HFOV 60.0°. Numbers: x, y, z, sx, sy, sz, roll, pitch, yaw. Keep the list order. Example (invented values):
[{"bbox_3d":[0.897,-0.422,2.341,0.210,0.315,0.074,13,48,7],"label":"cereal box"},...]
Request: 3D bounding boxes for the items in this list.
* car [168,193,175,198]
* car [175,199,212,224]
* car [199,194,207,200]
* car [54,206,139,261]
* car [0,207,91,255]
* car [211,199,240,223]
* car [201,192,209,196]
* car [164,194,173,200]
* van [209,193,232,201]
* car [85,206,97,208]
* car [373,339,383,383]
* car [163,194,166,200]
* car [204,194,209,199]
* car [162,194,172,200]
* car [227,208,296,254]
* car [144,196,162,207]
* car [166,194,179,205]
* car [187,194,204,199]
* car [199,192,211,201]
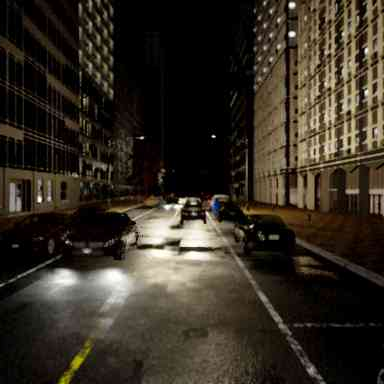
[{"bbox_3d":[-5.726,1.097,92.655,1.802,1.307,4.206,0,0,0],"label":"car"},{"bbox_3d":[0.090,1.440,23.864,2.033,1.411,5.357,0,0,0],"label":"car"},{"bbox_3d":[2.659,1.109,81.432,1.752,1.417,4.829,0,0,0],"label":"car"},{"bbox_3d":[-3.107,1.472,12.152,1.812,1.442,4.674,0,0,0],"label":"car"},{"bbox_3d":[-5.694,1.487,12.962,1.887,1.381,4.507,0,0,0],"label":"car"},{"bbox_3d":[2.682,1.456,24.341,1.947,1.339,4.313,0,0,0],"label":"car"},{"bbox_3d":[2.670,1.029,58.493,2.192,1.841,5.009,0,0,0],"label":"car"},{"bbox_3d":[-5.721,1.150,81.272,1.947,1.339,4.313,0,0,0],"label":"car"},{"bbox_3d":[2.681,1.204,30.034,1.690,1.788,3.998,0,0,0],"label":"van"},{"bbox_3d":[-5.696,1.482,18.654,1.947,1.339,4.313,0,0,0],"label":"car"},{"bbox_3d":[2.691,1.559,1.573,1.947,1.339,4.313,0,0,0],"label":"car"},{"bbox_3d":[-5.710,1.295,52.811,2.008,1.369,4.403,0,0,0],"label":"car"},{"bbox_3d":[2.678,1.275,35.726,1.967,1.590,4.097,0,0,0],"label":"car"},{"bbox_3d":[-5.719,1.168,75.579,2.008,1.369,4.403,0,0,0],"label":"car"},{"bbox_3d":[2.687,1.509,12.957,1.947,1.339,4.313,0,0,0],"label":"car"},{"bbox_3d":[-5.707,1.301,46.947,1.752,1.417,4.829,0,0,0],"label":"car"},{"bbox_3d":[-3.093,1.341,53.439,1.895,1.301,4.718,0,0,0],"label":"car"},{"bbox_3d":[0.082,1.351,41.831,2.033,1.411,5.357,0,0,0],"label":"car"},{"bbox_3d":[2.665,0.966,69.878,2.192,1.841,5.009,0,0,0],"label":"car"}]
